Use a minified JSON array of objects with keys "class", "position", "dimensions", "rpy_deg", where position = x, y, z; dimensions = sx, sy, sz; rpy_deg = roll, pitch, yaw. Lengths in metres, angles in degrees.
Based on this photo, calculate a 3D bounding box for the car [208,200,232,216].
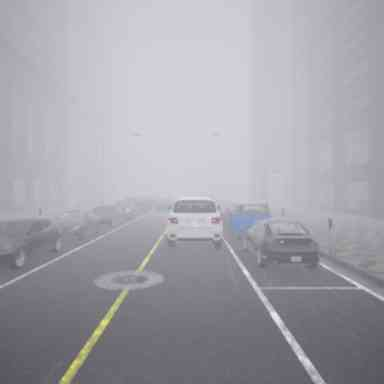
[{"class":"car","position":[2.767,1.528,33.542],"dimensions":[2.008,1.369,4.403],"rpy_deg":[0,0,0]}]

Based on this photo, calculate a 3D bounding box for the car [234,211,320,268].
[{"class":"car","position":[2.763,1.540,10.997],"dimensions":[2.008,1.369,4.403],"rpy_deg":[0,0,0]}]

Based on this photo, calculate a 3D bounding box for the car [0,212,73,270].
[{"class":"car","position":[-5.762,1.555,10.981],"dimensions":[1.947,1.339,4.313],"rpy_deg":[0,0,0]}]

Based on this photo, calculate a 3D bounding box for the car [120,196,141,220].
[{"class":"car","position":[-5.759,1.419,27.891],"dimensions":[1.967,1.590,4.097],"rpy_deg":[0,0,0]}]

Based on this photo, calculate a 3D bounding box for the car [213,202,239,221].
[{"class":"car","position":[2.766,1.561,27.906],"dimensions":[1.802,1.307,4.206],"rpy_deg":[0,0,0]}]

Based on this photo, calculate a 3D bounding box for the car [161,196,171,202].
[{"class":"car","position":[-5.752,1.526,72.983],"dimensions":[1.887,1.381,4.507],"rpy_deg":[0,0,0]}]

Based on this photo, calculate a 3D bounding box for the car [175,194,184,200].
[{"class":"car","position":[-2.987,1.195,78.840],"dimensions":[1.895,1.301,4.718],"rpy_deg":[0,0,0]}]

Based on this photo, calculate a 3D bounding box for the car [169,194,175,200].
[{"class":"car","position":[-5.750,1.340,95.425],"dimensions":[1.690,1.788,3.998],"rpy_deg":[0,0,0]}]

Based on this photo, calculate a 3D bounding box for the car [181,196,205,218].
[{"class":"car","position":[0.098,1.330,30.972],"dimensions":[2.097,1.767,4.553],"rpy_deg":[0,0,0]}]

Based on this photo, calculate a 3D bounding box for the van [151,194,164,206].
[{"class":"van","position":[-5.755,1.317,56.073],"dimensions":[1.690,1.788,3.998],"rpy_deg":[0,0,0]}]

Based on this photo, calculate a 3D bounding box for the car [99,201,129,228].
[{"class":"car","position":[-5.760,1.548,22.255],"dimensions":[1.947,1.339,4.313],"rpy_deg":[0,0,0]}]

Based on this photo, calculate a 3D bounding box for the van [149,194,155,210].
[{"class":"van","position":[-5.758,1.317,39.164],"dimensions":[1.690,1.788,3.998],"rpy_deg":[0,0,0]}]

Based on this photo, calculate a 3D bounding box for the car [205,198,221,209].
[{"class":"car","position":[2.768,1.520,44.814],"dimensions":[1.887,1.381,4.507],"rpy_deg":[0,0,0]}]

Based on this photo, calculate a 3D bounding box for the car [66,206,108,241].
[{"class":"car","position":[-5.761,1.567,16.618],"dimensions":[1.802,1.307,4.206],"rpy_deg":[0,0,0]}]

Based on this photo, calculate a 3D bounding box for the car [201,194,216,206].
[{"class":"car","position":[2.769,1.291,56.086],"dimensions":[2.192,1.841,5.009],"rpy_deg":[0,0,0]}]

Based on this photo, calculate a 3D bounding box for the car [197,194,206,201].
[{"class":"car","position":[2.402,1.342,85.553],"dimensions":[2.097,1.767,4.553],"rpy_deg":[0,0,0]}]

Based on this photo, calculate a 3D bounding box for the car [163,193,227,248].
[{"class":"car","position":[0.091,1.208,14.811],"dimensions":[2.150,2.045,5.566],"rpy_deg":[0,0,0]}]

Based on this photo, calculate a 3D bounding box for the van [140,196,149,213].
[{"class":"van","position":[-5.759,1.318,33.528],"dimensions":[1.690,1.788,3.998],"rpy_deg":[0,0,0]}]

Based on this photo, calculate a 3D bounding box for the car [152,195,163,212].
[{"class":"car","position":[-3.088,1.454,38.398],"dimensions":[1.882,1.535,5.008],"rpy_deg":[0,0,0]}]

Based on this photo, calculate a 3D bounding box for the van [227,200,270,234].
[{"class":"van","position":[2.764,1.326,16.633],"dimensions":[1.690,1.788,3.998],"rpy_deg":[0,0,0]}]

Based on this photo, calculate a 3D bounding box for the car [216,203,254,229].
[{"class":"car","position":[2.765,1.533,22.269],"dimensions":[2.008,1.369,4.403],"rpy_deg":[0,0,0]}]
